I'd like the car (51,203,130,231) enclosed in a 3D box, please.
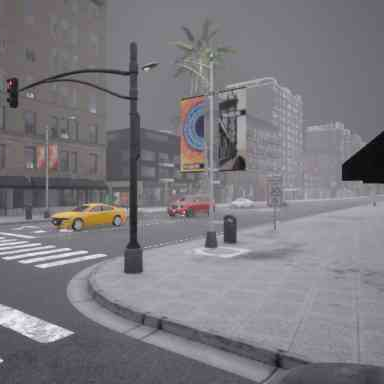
[{"bbox_3d":[-6.491,1.496,21.325,1.882,1.535,5.008,0,0,35],"label":"car"}]

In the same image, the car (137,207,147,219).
[{"bbox_3d":[-6.039,1.624,27.623,1.895,1.301,4.718,0,0,35],"label":"car"}]

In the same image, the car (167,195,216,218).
[{"bbox_3d":[0.053,1.259,30.618,2.150,2.045,5.566,0,0,35],"label":"car"}]

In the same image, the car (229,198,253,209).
[{"bbox_3d":[6.879,1.595,45.882,1.812,1.442,4.674,0,0,36],"label":"car"}]

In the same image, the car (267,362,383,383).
[{"bbox_3d":[2.206,1.551,1.274,4.403,1.369,2.008,0,0,35],"label":"car"}]

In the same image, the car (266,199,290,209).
[{"bbox_3d":[12.398,1.687,48.002,1.895,1.301,4.718,0,0,36],"label":"car"}]
